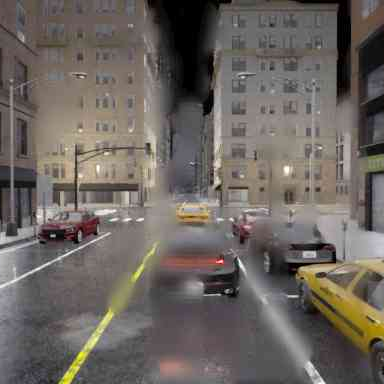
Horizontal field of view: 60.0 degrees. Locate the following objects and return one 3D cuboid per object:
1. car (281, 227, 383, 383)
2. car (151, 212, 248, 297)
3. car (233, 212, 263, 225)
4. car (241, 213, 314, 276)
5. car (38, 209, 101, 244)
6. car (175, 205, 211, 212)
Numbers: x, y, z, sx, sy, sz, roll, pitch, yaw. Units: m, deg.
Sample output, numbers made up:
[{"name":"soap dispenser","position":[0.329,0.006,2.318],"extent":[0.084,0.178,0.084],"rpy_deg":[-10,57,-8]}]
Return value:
[{"name":"car","position":[2.868,1.524,4.785],"extent":[1.752,1.417,4.829],"rpy_deg":[-1,0,0]},{"name":"car","position":[0.073,1.502,8.548],"extent":[1.837,1.490,4.892],"rpy_deg":[0,0,0]},{"name":"car","position":[2.883,1.577,15.787],"extent":[1.802,1.307,4.206],"rpy_deg":[-1,0,0]},{"name":"car","position":[2.876,1.563,10.201],"extent":[1.947,1.339,4.313],"rpy_deg":[-1,0,0]},{"name":"car","position":[-5.662,1.540,15.794],"extent":[1.887,1.381,4.507],"rpy_deg":[-1,0,0]},{"name":"car","position":[0.053,1.472,18.975],"extent":[1.882,1.535,5.008],"rpy_deg":[0,0,1]}]
